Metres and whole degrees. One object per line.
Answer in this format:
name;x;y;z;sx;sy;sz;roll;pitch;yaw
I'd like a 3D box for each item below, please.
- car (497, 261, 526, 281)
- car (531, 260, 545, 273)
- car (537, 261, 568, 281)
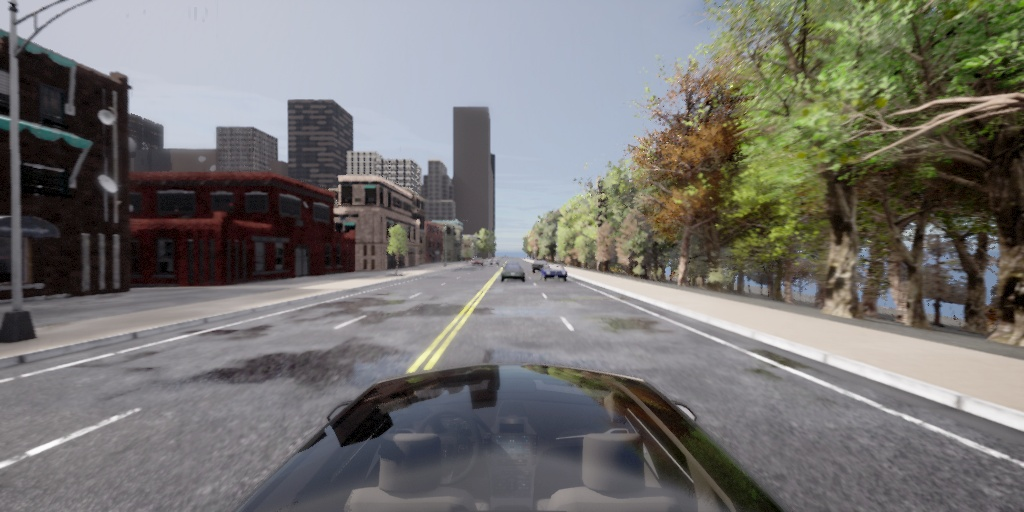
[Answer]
car;0.091;1.306;29.339;1.994;1.385;4.181;0;0;1
car;3.309;1.213;42.774;1.882;1.535;5.008;0;0;0
car;3.350;1.343;29.535;1.895;1.301;4.718;0;0;0
